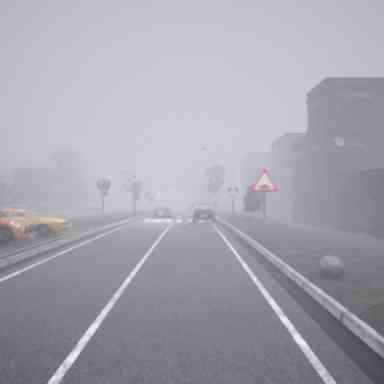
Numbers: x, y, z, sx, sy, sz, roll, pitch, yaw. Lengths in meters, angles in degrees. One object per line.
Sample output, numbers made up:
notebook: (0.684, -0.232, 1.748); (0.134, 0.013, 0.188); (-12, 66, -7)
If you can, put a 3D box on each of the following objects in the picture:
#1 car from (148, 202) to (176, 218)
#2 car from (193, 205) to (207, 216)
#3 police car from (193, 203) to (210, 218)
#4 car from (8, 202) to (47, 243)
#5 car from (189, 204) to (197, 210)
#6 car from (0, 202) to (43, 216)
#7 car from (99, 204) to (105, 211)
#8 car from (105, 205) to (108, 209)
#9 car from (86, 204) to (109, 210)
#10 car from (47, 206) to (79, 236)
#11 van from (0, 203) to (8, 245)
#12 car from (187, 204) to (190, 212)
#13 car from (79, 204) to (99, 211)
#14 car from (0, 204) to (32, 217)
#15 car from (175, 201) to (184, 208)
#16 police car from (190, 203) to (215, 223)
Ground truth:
car: (-3.298, 2.136, 37.229); (2.128, 1.511, 4.902); (0, -2, 0)
car: (1.052, 2.450, 45.483); (1.812, 1.442, 4.674); (0, -2, 0)
police car: (1.030, 2.148, 39.595); (1.930, 1.638, 5.238); (0, -2, 0)
car: (-9.569, 1.418, 15.298); (4.553, 1.767, 2.185); (0, -1, 0)
car: (0.209, 3.544, 81.042); (2.033, 1.411, 5.357); (0, -2, 0)
car: (-21.940, 2.149, 42.768); (4.553, 1.767, 2.185); (0, -2, 0)
car: (-21.781, 3.214, 70.359); (4.892, 1.521, 2.231); (0, -2, 0)
car: (-21.778, 3.324, 73.630); (5.008, 1.535, 2.097); (0, -2, 0)
car: (-21.756, 3.472, 76.776); (4.674, 1.452, 2.002); (0, -2, 0)
car: (-9.366, 1.589, 18.214); (5.366, 1.575, 1.946); (0, -1, 0)
van: (-9.641, 1.279, 12.262); (4.442, 1.987, 1.878); (0, -1, 0)
car: (0.153, 2.974, 66.009); (2.097, 1.767, 4.553); (0, -2, 0)
car: (-21.798, 3.142, 67.084); (4.674, 1.452, 2.002); (0, -2, 0)
car: (-21.881, 2.209, 39.594); (4.674, 1.452, 2.002); (0, -2, 0)
car: (-3.053, 3.085, 77.822); (2.150, 2.045, 5.566); (0, -2, 0)
police car: (1.002, 1.815, 29.591); (1.930, 1.638, 5.238); (0, -2, 0)
